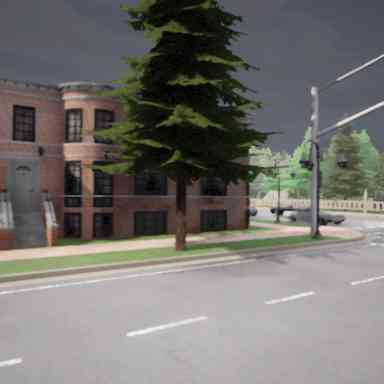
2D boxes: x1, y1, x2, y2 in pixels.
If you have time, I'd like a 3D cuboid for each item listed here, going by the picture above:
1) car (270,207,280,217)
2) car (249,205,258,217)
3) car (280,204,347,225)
[{"bbox_3d":[9.955,1.868,32.416,1.895,1.301,4.718,1,0,-32],"label":"car"},{"bbox_3d":[4.748,1.729,34.216,1.837,1.490,4.892,1,0,-31],"label":"car"},{"bbox_3d":[9.622,1.833,26.276,1.895,1.301,4.718,1,0,-32],"label":"car"}]
